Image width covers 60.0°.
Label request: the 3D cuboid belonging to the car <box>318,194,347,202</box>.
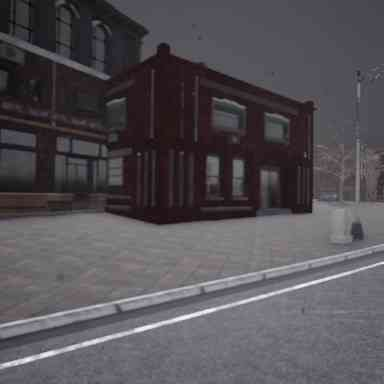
[{"bbox_3d":[23.480,1.104,55.958,2.033,1.411,5.357,1,1,-16],"label":"car"}]
